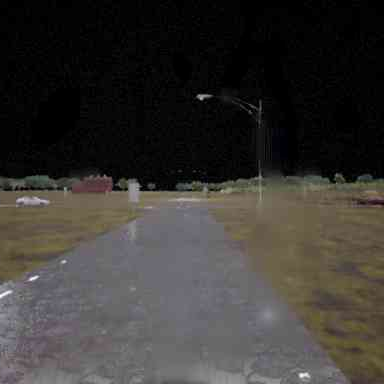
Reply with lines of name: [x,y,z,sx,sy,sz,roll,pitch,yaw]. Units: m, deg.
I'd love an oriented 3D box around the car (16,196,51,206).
car: [-22.581,1.352,47.588,4.674,1.442,1.812,2,-1,0]

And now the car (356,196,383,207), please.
car: [26.259,1.301,47.632,5.008,1.535,1.882,0,-1,0]
